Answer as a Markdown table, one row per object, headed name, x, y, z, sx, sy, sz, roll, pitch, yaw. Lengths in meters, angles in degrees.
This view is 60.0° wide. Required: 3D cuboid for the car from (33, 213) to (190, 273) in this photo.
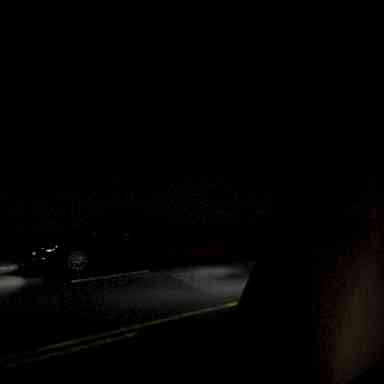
| name | x | y | z | sx | sy | sz | roll | pitch | yaw |
| --- | --- | --- | --- | --- | --- | --- | --- | --- | --- |
| car | -2.376 | 1.473 | 10.623 | 4.892 | 1.490 | 1.837 | 0 | 0 | -33 |
